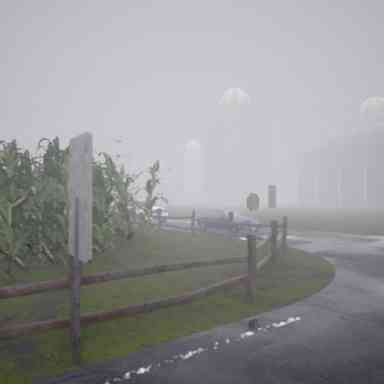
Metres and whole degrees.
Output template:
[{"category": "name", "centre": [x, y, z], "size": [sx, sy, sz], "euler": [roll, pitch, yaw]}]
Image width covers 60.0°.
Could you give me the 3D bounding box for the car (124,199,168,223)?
[{"category": "car", "centre": [-4.308, 1.632, 29.176], "size": [2.150, 2.045, 5.566], "euler": [0, -1, -37]}]

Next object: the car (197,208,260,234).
[{"category": "car", "centre": [2.113, 1.759, 20.608], "size": [1.812, 1.442, 4.674], "euler": [0, -1, -36]}]
